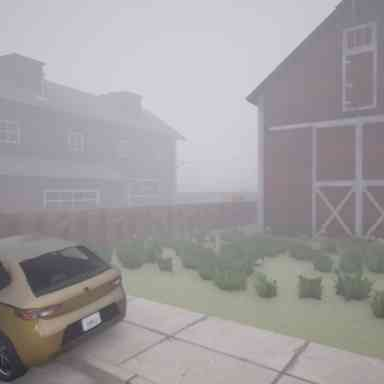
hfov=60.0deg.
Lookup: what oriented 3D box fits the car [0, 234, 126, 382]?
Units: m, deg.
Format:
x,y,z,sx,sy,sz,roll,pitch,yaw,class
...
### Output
x,y,z,sx,sy,sz,roll,pitch,yaw,class
-3.027,1.444,5.379,4.193,1.474,1.816,0,6,33,car
